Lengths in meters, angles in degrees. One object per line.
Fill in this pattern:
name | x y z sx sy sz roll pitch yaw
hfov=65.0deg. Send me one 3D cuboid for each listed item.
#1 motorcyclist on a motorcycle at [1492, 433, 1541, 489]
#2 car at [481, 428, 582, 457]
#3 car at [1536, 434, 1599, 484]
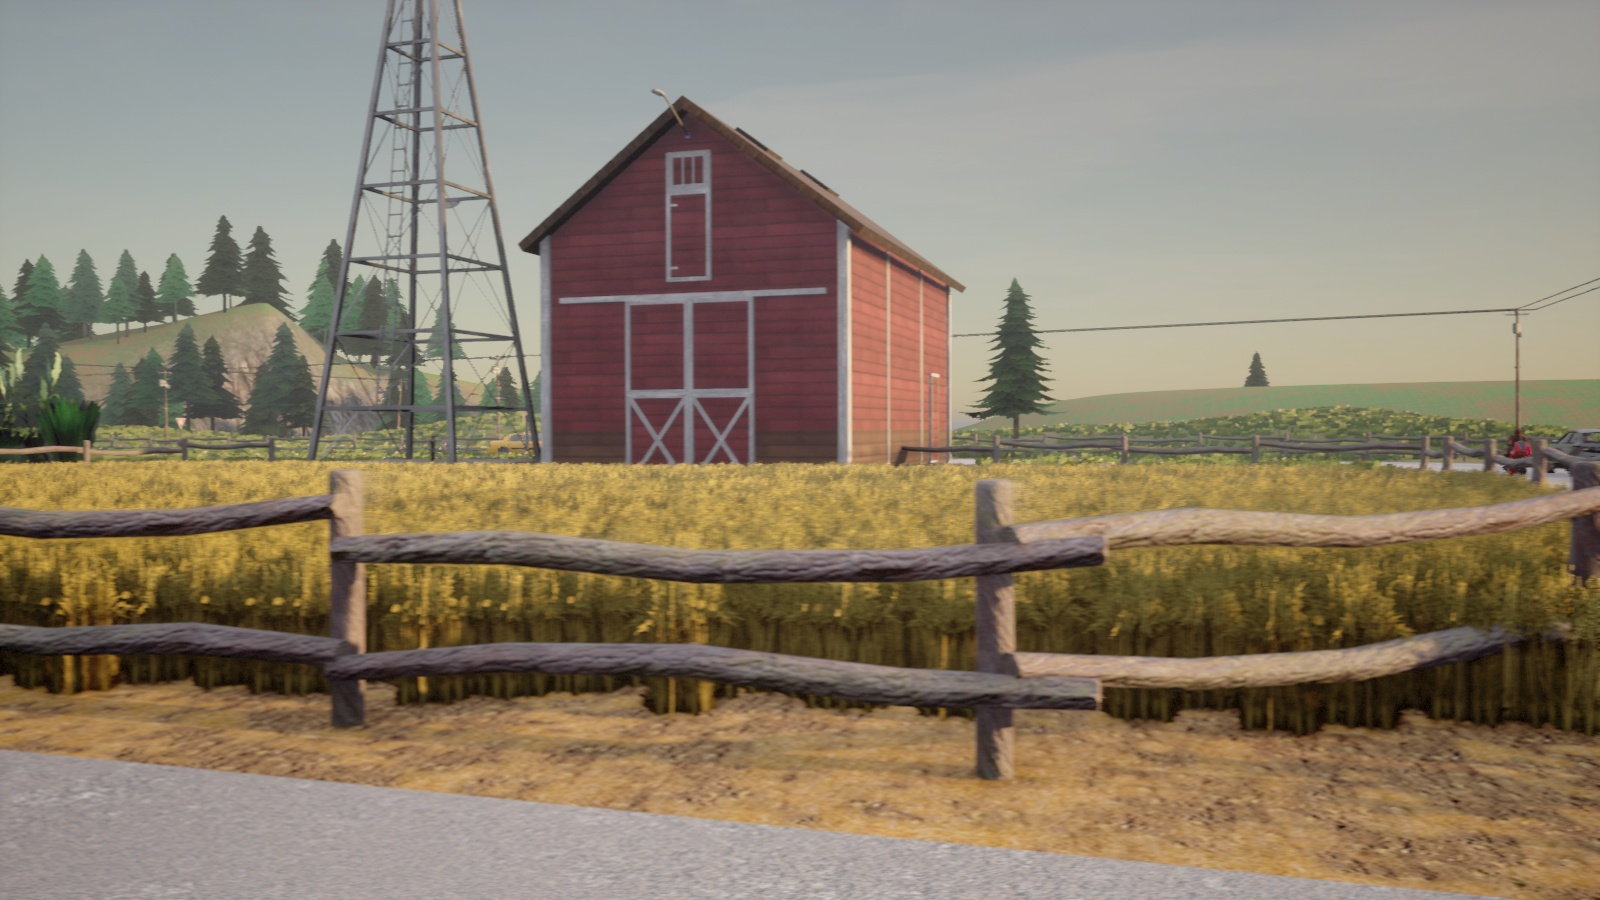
motorcyclist on a motorcycle | 20.144 0.284 35.342 0.797 1.523 2.044 1 1 18
car | -14.761 -0.427 68.906 5.366 1.575 1.801 1 1 24
car | 25.071 0.252 40.101 1.816 1.474 4.193 0 1 18
